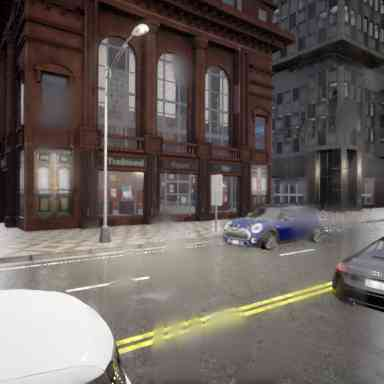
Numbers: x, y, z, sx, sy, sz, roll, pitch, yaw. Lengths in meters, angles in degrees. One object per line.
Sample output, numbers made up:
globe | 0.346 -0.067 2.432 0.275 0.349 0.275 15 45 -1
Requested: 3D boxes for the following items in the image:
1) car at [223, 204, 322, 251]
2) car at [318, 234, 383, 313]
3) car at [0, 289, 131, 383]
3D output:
car | 3.496 1.345 14.180 4.553 1.767 2.097 0 0 -36
car | 4.792 1.561 6.878 4.181 1.385 1.994 0 0 -35
car | -2.943 1.221 1.336 5.566 2.045 2.150 0 0 -36
